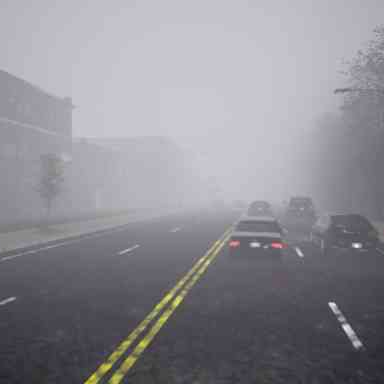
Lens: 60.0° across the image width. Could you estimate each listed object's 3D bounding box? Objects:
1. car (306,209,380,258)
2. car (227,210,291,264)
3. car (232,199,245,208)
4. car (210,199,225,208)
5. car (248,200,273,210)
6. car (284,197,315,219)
[{"bbox_3d":[5.989,1.606,13.427,1.837,1.490,4.892,1,-2,12],"label":"car"},{"bbox_3d":[2.395,1.609,12.193,2.033,1.411,5.357,1,0,12],"label":"car"},{"bbox_3d":[7.380,1.779,52.364,2.033,1.411,5.357,1,0,12],"label":"car"},{"bbox_3d":[4.200,1.745,53.033,2.033,1.411,5.357,1,0,12],"label":"car"},{"bbox_3d":[6.194,1.507,30.173,2.097,1.767,4.553,1,0,12],"label":"car"},{"bbox_3d":[9.234,1.410,28.830,2.150,2.045,5.566,1,0,12],"label":"car"}]
